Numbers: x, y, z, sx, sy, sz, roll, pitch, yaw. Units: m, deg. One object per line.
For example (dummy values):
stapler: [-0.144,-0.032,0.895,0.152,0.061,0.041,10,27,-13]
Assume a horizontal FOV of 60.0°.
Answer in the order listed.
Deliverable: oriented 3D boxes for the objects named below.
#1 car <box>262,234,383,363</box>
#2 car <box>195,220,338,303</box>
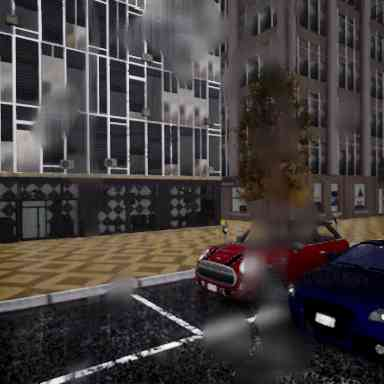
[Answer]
car: [3.442,1.570,5.708,4.181,1.385,1.994,0,0,-36]
car: [2.035,1.447,8.019,4.097,1.590,1.967,0,-1,-35]
